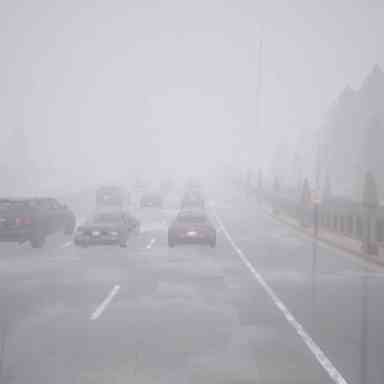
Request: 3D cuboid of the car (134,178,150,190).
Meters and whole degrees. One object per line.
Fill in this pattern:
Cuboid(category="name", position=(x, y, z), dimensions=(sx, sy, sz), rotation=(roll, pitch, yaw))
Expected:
Cuboid(category="car", position=(-6.867, -1.146, 44.759), dimensions=(2.128, 1.511, 4.902), rotation=(0, 7, 0))

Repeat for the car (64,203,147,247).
Cuboid(category="car", position=(-3.501, 1.492, 14.634), dimensions=(2.033, 1.411, 5.357), rotation=(0, 1, 0))

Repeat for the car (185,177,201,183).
Cuboid(category="car", position=(0.133, -1.282, 44.673), dimensions=(2.097, 1.767, 4.553), rotation=(0, 7, 0))

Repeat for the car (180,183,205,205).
Cuboid(category="car", position=(0.051, 0.450, 29.501), dimensions=(2.097, 1.767, 4.553), rotation=(0, 5, 0))

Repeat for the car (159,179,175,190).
Cuboid(category="car", position=(-3.367, -1.084, 44.743), dimensions=(2.033, 1.411, 5.357), rotation=(0, 7, 0))

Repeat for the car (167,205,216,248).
Cuboid(category="car", position=(-0.001, 1.498, 14.635), dimensions=(1.994, 1.385, 4.181), rotation=(0, 1, 0))

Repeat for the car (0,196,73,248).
Cuboid(category="car", position=(-7.001, 1.186, 14.658), dimensions=(2.150, 2.045, 5.566), rotation=(0, 1, 0))

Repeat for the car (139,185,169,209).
Cuboid(category="car", position=(-3.448, 0.571, 29.560), dimensions=(1.882, 1.535, 5.008), rotation=(0, 5, 0))

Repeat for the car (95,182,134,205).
Cuboid(category="car", position=(-6.948, 0.344, 29.595), dimensions=(2.150, 2.045, 5.566), rotation=(0, 5, 0))
